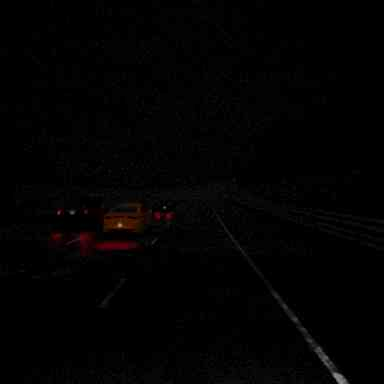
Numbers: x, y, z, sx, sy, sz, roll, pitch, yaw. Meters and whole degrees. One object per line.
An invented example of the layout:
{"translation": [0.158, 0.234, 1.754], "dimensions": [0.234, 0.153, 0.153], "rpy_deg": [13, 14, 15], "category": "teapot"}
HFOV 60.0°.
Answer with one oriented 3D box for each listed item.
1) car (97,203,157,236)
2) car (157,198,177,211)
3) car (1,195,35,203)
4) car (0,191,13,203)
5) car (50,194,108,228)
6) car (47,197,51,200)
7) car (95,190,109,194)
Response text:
{"translation": [-3.232, 1.339, 17.566], "dimensions": [1.882, 1.535, 5.008], "rpy_deg": [0, 0, 1], "category": "car"}
{"translation": [-2.761, 1.336, 36.846], "dimensions": [1.895, 1.301, 4.718], "rpy_deg": [0, 0, 2], "category": "car"}
{"translation": [-20.351, 1.296, 40.089], "dimensions": [1.895, 1.301, 4.718], "rpy_deg": [0, 0, 2], "category": "car"}
{"translation": [-23.844, 0.914, 40.258], "dimensions": [2.150, 2.045, 5.566], "rpy_deg": [0, 0, 2], "category": "car"}
{"translation": [-6.674, 1.187, 20.779], "dimensions": [2.097, 1.767, 4.553], "rpy_deg": [0, 0, 1], "category": "car"}
{"translation": [-16.786, 1.183, 41.694], "dimensions": [2.128, 1.511, 4.902], "rpy_deg": [0, 0, 2], "category": "car"}
{"translation": [-21.671, 0.401, 80.608], "dimensions": [2.150, 2.045, 5.566], "rpy_deg": [0, 0, 4], "category": "car"}
